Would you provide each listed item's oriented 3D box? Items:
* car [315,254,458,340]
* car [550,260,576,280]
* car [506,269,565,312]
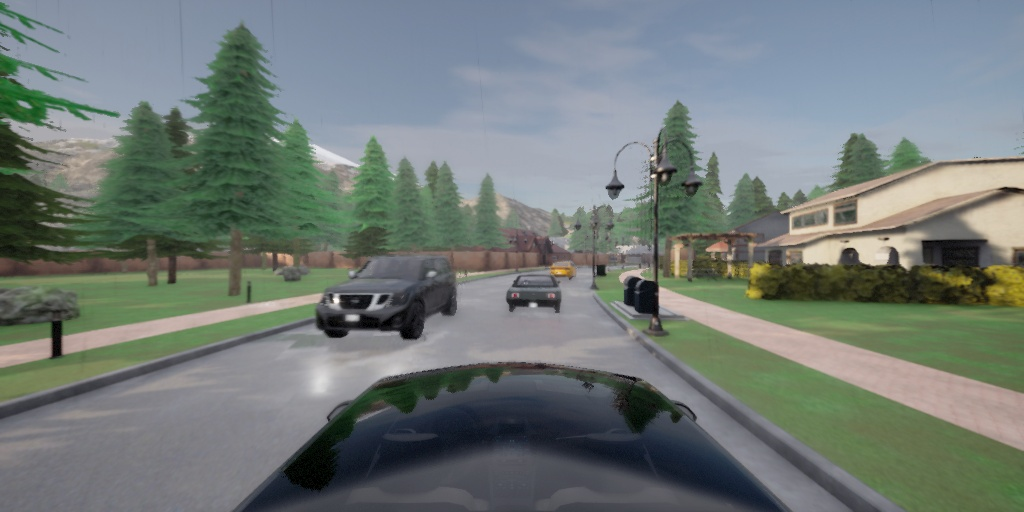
[{"bbox_3d":[-3.122,0.960,10.321,2.150,2.045,5.566,0,0,5],"label":"car"},{"bbox_3d":[4.591,1.246,31.855,1.882,1.535,5.008,0,0,16],"label":"car"},{"bbox_3d":[0.983,1.355,14.194,1.895,1.301,4.718,0,0,7],"label":"car"}]
